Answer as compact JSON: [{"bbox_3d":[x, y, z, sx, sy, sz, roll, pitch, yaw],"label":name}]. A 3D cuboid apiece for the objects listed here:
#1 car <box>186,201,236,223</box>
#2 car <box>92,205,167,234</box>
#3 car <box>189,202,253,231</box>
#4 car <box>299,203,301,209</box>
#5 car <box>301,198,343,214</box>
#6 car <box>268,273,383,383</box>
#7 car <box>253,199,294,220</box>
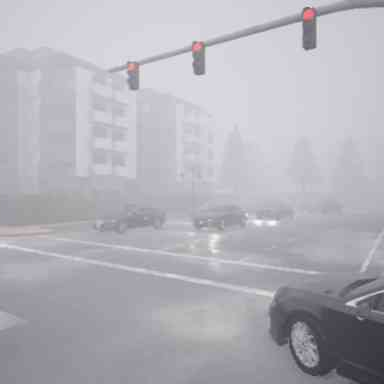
[{"bbox_3d":[1.639,1.534,26.904,1.812,1.442,4.674,0,0,36],"label":"car"},{"bbox_3d":[-3.512,1.500,19.354,2.128,1.511,4.902,0,0,35],"label":"car"},{"bbox_3d":[1.857,1.511,21.046,1.837,1.490,4.892,0,0,34],"label":"car"},{"bbox_3d":[15.262,1.485,40.728,5.008,1.535,1.882,0,0,-33],"label":"car"},{"bbox_3d":[14.332,1.497,35.701,4.902,1.511,2.128,0,0,-38],"label":"car"},{"bbox_3d":[2.982,1.506,3.404,1.837,1.490,4.892,-2,1,-35],"label":"car"},{"bbox_3d":[7.071,1.570,28.275,1.994,1.385,4.181,0,0,39],"label":"car"}]
